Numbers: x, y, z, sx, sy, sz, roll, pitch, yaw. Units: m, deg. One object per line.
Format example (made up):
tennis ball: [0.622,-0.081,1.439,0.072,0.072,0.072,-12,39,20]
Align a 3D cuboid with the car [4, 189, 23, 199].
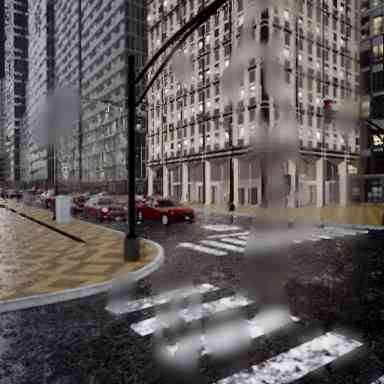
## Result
car: [-28.289,0.394,53.274,1.887,1.381,4.507,1,0,-36]

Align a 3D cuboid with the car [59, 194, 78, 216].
car: [-8.816,1.075,26.085,1.802,1.307,4.206,1,0,-36]

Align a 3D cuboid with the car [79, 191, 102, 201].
car: [-15.025,0.585,49.147,1.947,1.339,4.313,1,1,-36]

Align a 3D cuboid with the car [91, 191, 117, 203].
car: [-11.876,0.648,44.752,1.752,1.417,4.829,1,1,-36]

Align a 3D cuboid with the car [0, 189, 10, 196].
car: [-38.027,0.080,66.870,2.008,1.369,4.403,1,0,-36]

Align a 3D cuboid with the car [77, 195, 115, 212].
car: [-8.909,1.008,30.643,1.895,1.301,4.718,0,1,-36]

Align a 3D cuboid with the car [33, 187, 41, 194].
car: [-34.507,-0.078,76.346,1.887,1.381,4.507,1,1,-36]

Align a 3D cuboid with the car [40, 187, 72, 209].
car: [-12.055,0.701,30.615,2.192,1.841,5.009,1,0,-36]

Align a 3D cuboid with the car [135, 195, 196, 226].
car: [-1.710,1.122,20.589,1.882,1.535,5.008,0,1,-36]

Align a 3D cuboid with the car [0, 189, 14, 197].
car: [-34.781,0.181,62.338,1.887,1.381,4.507,1,0,-36]

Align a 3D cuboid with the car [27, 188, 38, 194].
car: [-41.001,-0.271,85.414,1.947,1.339,4.313,1,1,-36]

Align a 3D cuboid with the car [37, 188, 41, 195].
car: [-19.142,0.592,45.035,1.812,1.442,4.674,0,1,-35]

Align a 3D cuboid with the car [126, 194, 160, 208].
car: [-5.285,0.923,35.545,1.802,1.307,4.206,1,1,-36]

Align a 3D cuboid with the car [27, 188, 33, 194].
car: [-37.749,-0.415,80.878,2.192,1.841,5.009,1,1,-36]

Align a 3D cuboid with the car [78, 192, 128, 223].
car: [-5.567,1.040,21.552,1.967,1.590,4.097,1,0,-36]

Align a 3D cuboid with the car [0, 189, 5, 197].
car: [-31.535,0.293,57.806,2.008,1.369,4.403,1,0,-36]
